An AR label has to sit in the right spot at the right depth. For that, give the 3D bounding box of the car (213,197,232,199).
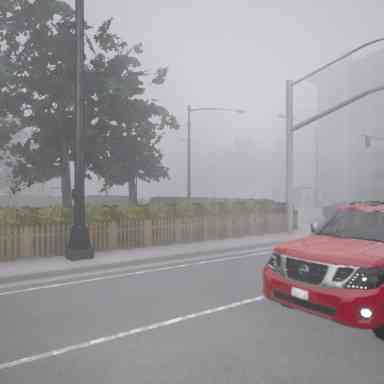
[{"bbox_3d":[3.931,1.353,38.101,2.097,1.767,4.553,0,0,-35],"label":"car"}]

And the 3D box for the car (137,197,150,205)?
[{"bbox_3d":[-7.634,1.569,54.939,1.994,1.385,4.181,0,0,-35],"label":"car"}]

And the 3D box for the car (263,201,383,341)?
[{"bbox_3d":[3.948,1.221,6.737,5.566,2.045,2.150,0,0,-35],"label":"car"}]

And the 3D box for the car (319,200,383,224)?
[{"bbox_3d":[12.580,1.478,25.684,1.882,1.535,5.008,0,0,-35],"label":"car"}]
